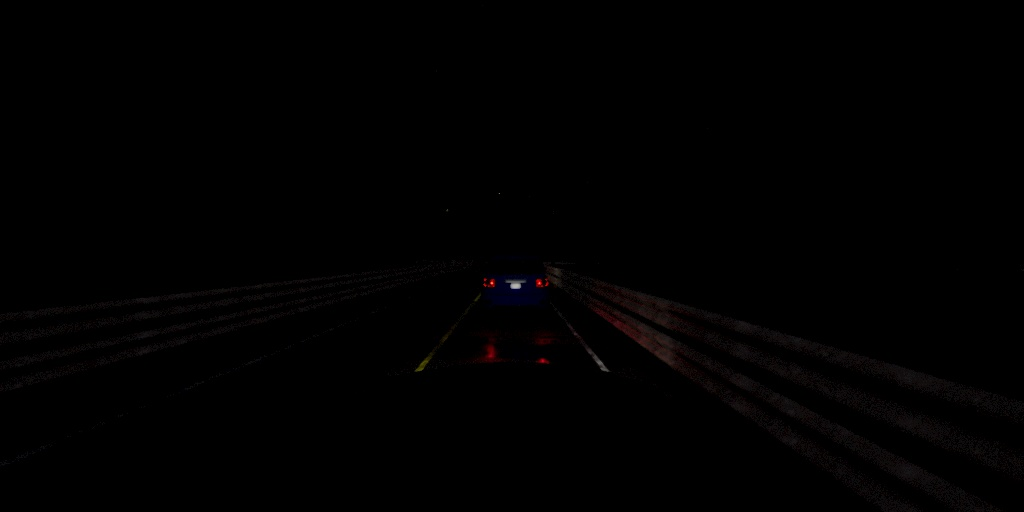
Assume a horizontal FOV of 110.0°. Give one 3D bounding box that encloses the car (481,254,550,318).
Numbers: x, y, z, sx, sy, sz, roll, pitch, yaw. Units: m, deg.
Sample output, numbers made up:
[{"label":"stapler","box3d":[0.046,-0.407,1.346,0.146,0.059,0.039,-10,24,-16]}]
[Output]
[{"label":"car","box3d":[0.108,0.958,13.077,2.150,2.045,5.566,0,0,0]}]
